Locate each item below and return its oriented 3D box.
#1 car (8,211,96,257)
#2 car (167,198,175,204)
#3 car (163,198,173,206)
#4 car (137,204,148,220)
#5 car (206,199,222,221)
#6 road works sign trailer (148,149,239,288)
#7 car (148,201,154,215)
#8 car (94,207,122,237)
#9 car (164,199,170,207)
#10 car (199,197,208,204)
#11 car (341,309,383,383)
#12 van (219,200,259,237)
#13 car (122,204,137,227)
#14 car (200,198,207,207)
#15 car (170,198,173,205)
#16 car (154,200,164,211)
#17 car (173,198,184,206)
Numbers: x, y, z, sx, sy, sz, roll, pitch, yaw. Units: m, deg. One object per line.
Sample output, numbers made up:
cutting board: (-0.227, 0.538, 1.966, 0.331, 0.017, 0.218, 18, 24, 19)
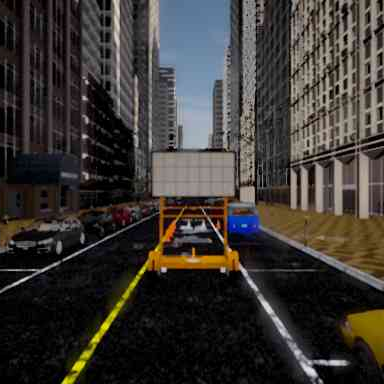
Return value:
car: (-5.662, 1.690, 13.492, 2.008, 1.369, 4.403, -1, -1, 0)
car: (-5.459, 2.422, 87.206, 1.752, 1.417, 4.829, -1, -1, 0)
car: (-5.491, 2.222, 76.010, 1.967, 1.590, 4.097, -1, -1, 0)
car: (-5.616, 1.866, 30.542, 2.008, 1.369, 4.403, -1, -1, 0)
car: (2.763, 1.631, 30.522, 2.192, 1.841, 5.009, -1, -1, 0)
road works sign trailer: (0.043, 0.564, 9.552, 2.380, 3.560, 2.880, 0, -1, 0)
car: (-5.599, 1.956, 36.225, 1.802, 1.307, 4.206, -1, -1, 0)
car: (-5.646, 1.764, 19.175, 1.947, 1.339, 4.313, -1, -1, 0)
car: (-5.537, 2.158, 58.959, 2.008, 1.369, 4.403, -1, -1, 0)
car: (2.919, 2.214, 87.356, 2.192, 1.841, 5.009, -1, -1, 0)
car: (2.688, 1.551, 2.273, 1.752, 1.417, 4.829, -1, -1, 0)
van: (2.732, 1.540, 19.155, 1.690, 1.788, 3.998, -1, -1, 0)
car: (-5.631, 1.801, 24.859, 1.887, 1.381, 4.507, -1, -1, 0)
car: (2.844, 2.159, 58.935, 2.008, 1.369, 4.403, -1, -1, 0)
car: (-5.506, 2.306, 70.325, 1.802, 1.307, 4.206, -1, -1, 0)
car: (-5.569, 2.042, 47.592, 2.008, 1.369, 4.403, -1, -1, 0)
car: (-2.799, 2.284, 73.658, 1.812, 1.442, 4.674, 0, -1, 0)
